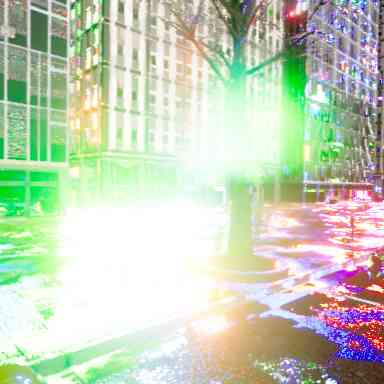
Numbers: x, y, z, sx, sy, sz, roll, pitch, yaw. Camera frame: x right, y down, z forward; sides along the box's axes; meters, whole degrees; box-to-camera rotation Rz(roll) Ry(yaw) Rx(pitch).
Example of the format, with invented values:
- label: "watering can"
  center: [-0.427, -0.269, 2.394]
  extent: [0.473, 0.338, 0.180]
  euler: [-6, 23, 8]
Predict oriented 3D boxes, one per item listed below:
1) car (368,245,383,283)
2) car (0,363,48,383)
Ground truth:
- label: "car"
  center: [5.820, 1.452, 8.081]
  extent: [4.206, 1.307, 1.802]
  euler: [0, 2, -42]
- label: "car"
  center: [-2.562, 1.452, 0.599]
  extent: [4.829, 1.417, 1.752]
  euler: [0, 2, -42]
